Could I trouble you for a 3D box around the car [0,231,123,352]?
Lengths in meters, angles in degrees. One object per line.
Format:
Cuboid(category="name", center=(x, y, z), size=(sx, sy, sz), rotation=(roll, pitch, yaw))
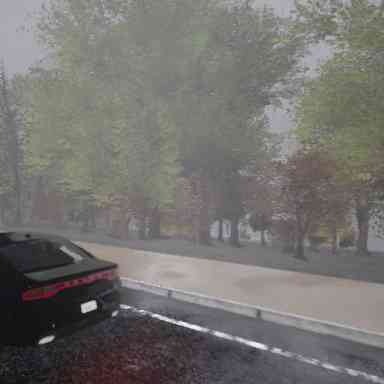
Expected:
Cuboid(category="car", center=(-3.477, 1.479, 6.166), size=(5.008, 1.535, 1.882), rotation=(0, 0, 36))
